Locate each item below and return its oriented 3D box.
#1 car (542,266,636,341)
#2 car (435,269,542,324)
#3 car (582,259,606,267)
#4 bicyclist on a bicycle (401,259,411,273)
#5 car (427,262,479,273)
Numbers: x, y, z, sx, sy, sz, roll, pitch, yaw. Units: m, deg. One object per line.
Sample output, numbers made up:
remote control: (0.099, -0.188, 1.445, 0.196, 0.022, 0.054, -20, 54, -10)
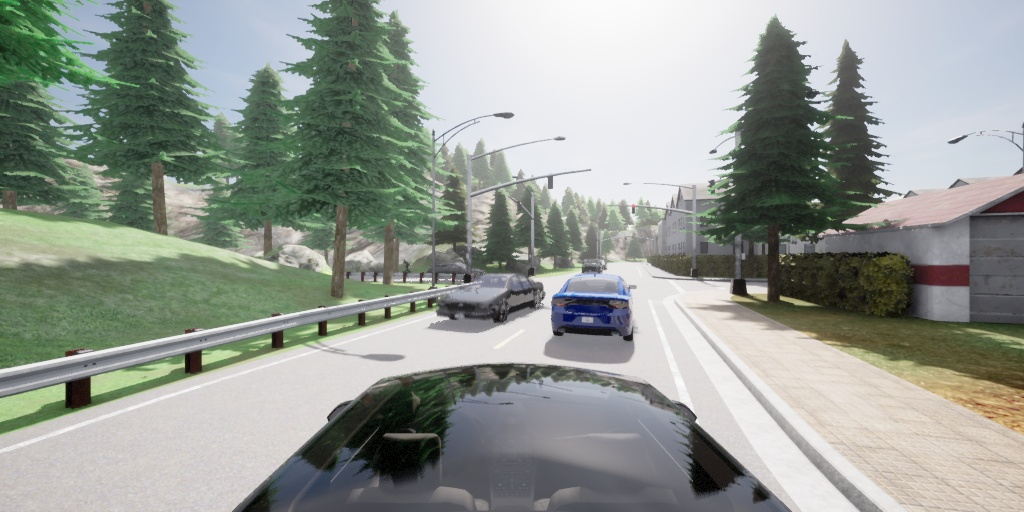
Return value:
car: (2.412, 1.228, 10.092, 1.882, 1.535, 5.008, 0, 0, 18)
car: (-0.414, 1.297, 12.446, 2.033, 1.411, 5.357, 0, 0, 23)
car: (9.614, 1.102, 42.821, 2.097, 1.767, 4.553, 0, 0, 19)
bicyclist on a bicycle: (-11.291, 1.167, 38.122, 0.582, 1.620, 1.656, -2, 5, 18)
car: (-4.326, 1.257, 28.381, 4.902, 1.511, 2.128, 0, 0, 18)
